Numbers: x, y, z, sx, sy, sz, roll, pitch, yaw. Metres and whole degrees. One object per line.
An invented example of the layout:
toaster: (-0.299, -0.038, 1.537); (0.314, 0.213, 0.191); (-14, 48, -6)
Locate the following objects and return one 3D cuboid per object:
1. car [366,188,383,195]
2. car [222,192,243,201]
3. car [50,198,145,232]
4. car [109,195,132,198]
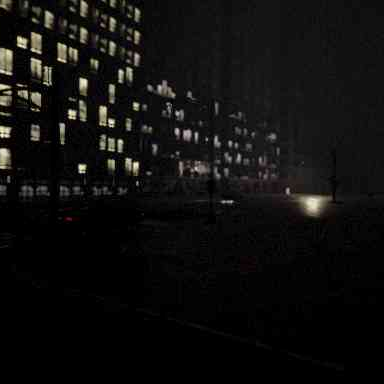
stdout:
car: (46.261, -0.094, 83.671); (5.008, 1.535, 1.882); (-1, 2, -43)
car: (6.361, 0.616, 52.198); (1.994, 1.385, 4.181); (1, 1, 35)
car: (-5.035, 1.287, 18.397); (2.033, 1.411, 5.357); (1, 1, 35)
car: (-7.204, 0.993, 32.614); (1.994, 1.385, 4.181); (1, 1, 35)
